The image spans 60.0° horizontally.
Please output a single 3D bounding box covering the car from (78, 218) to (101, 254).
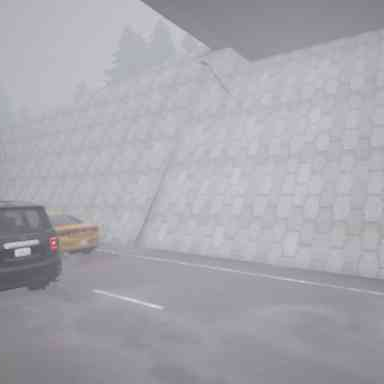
[{"bbox_3d":[-5.508,1.483,12.228,5.008,1.535,1.882,0,0,36],"label":"car"}]

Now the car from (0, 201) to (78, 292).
[{"bbox_3d":[-5.371,1.226,7.829,5.566,2.045,2.150,0,0,36],"label":"car"}]
